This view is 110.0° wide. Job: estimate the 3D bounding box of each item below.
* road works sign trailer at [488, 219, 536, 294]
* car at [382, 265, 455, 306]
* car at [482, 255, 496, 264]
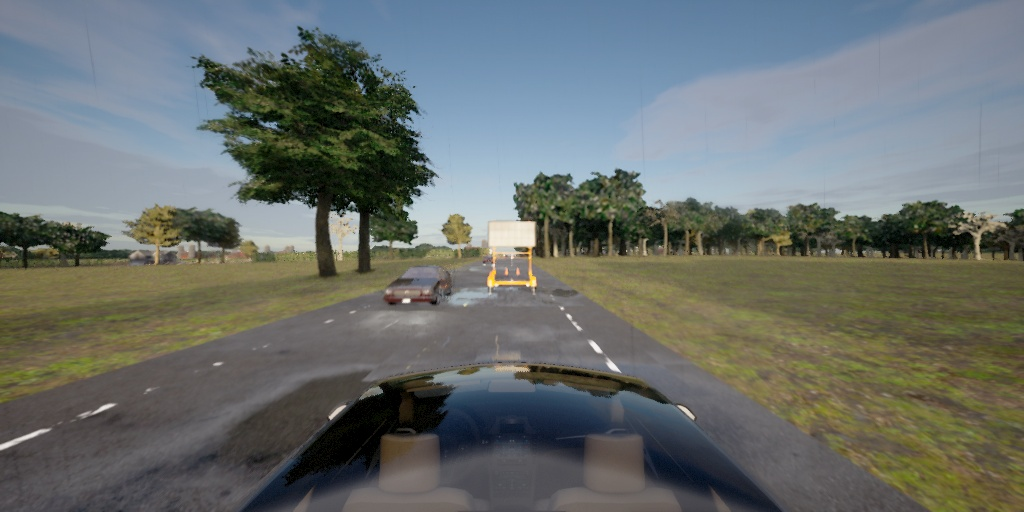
[{"bbox_3d":[0.006,-0.024,18.009,2.380,3.560,2.880,0,0,0],"label":"road works sign trailer"},{"bbox_3d":[-3.593,1.104,14.873,2.033,1.411,5.357,0,1,0],"label":"car"},{"bbox_3d":[-3.522,0.534,56.705,1.994,1.385,4.181,0,1,1],"label":"car"}]
